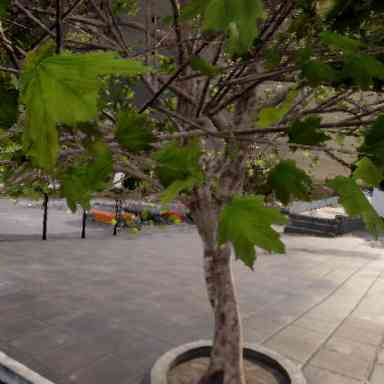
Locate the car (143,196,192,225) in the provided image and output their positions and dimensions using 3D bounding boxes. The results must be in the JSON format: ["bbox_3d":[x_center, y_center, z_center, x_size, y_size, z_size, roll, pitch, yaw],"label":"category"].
[{"bbox_3d":[-3.345,1.991,33.819,5.566,2.045,2.435,8,3,16],"label":"car"}]

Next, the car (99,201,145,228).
[{"bbox_3d":[-6.919,1.936,28.980,4.553,1.767,2.185,7,3,16],"label":"car"}]

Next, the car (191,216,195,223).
[{"bbox_3d":[-1.526,2.086,36.250,5.566,2.045,2.435,7,3,16],"label":"car"}]

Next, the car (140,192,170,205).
[{"bbox_3d":[-5.975,1.028,53.800,2.097,1.767,4.553,8,3,36],"label":"car"}]

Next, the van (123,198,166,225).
[{"bbox_3d":[-5.202,1.917,31.415,4.442,1.987,1.878,7,3,16],"label":"van"}]

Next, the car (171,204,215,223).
[{"bbox_3d":[0.164,2.458,38.713,4.674,1.452,2.002,7,3,16],"label":"car"}]
